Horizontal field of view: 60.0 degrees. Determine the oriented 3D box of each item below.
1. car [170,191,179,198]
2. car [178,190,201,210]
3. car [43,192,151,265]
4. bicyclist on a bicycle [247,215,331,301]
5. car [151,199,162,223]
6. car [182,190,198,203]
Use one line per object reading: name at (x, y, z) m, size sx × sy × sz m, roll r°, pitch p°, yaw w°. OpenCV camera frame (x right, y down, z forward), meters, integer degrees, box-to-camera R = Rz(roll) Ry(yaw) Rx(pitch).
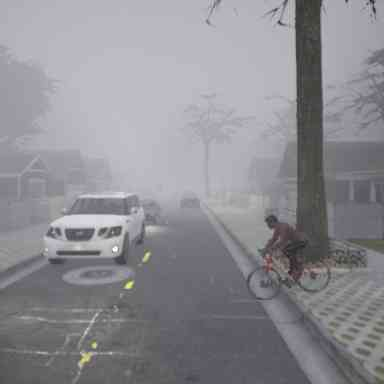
car at (-3.326, 0.461, 65.853) m, size 2.033 × 1.411 × 5.357 m, roll 0°, pitch 1°, yaw 0°
car at (-0.178, 0.923, 33.064) m, size 1.882 × 1.535 × 5.008 m, roll 0°, pitch 1°, yaw -1°
car at (-2.933, 1.035, 11.323) m, size 2.150 × 2.045 × 5.566 m, roll 0°, pitch 1°, yaw 0°
bicyclist on a bicycle at (1.802, 1.238, 6.434) m, size 1.656 × 1.620 × 0.582 m, roll -9°, pitch 1°, yaw 0°
car at (-3.017, 1.184, 21.933) m, size 2.033 × 1.411 × 5.357 m, roll 0°, pitch 1°, yaw 0°
car at (-0.310, 0.548, 48.005) m, size 2.097 × 1.767 × 4.553 m, roll 0°, pitch 1°, yaw 0°
